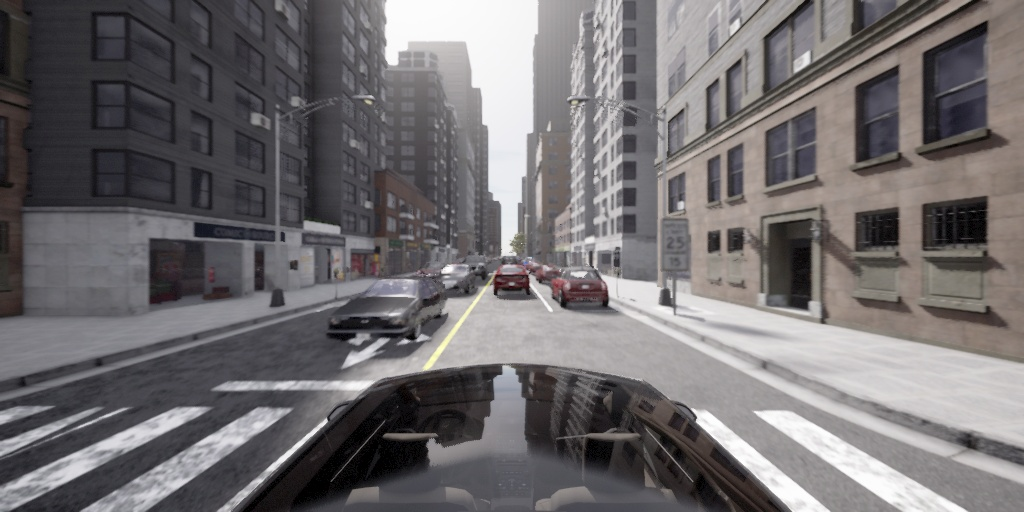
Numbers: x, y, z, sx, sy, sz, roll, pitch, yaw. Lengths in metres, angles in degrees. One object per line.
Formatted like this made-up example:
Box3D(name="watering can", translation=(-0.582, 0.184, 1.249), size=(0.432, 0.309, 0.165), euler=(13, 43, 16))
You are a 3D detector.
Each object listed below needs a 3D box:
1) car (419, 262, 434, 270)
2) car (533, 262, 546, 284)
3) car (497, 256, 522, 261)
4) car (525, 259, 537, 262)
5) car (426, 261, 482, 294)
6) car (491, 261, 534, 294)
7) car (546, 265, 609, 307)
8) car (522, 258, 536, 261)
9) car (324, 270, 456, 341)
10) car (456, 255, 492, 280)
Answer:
Box3D(name="car", translation=(-5.839, 1.182, 26.734), size=(1.967, 1.591, 4.097), euler=(0, 0, 0))
Box3D(name="car", translation=(2.686, 1.319, 26.789), size=(1.802, 1.307, 4.207), euler=(0, 0, 0))
Box3D(name="car", translation=(-0.281, 0.966, 41.887), size=(2.150, 2.045, 5.566), euler=(0, 0, 0))
Box3D(name="car", translation=(2.602, 1.318, 38.094), size=(1.802, 1.307, 4.207), euler=(0, 0, 0))
Box3D(name="car", translation=(-3.125, 1.236, 20.413), size=(2.128, 1.511, 4.902), euler=(0, 0, 0))
Box3D(name="car", translation=(-0.021, 1.220, 20.041), size=(1.882, 1.535, 5.008), euler=(0, 0, 0))
Box3D(name="car", translation=(2.771, 1.183, 15.480), size=(1.967, 1.591, 4.097), euler=(0, 0, 0))
Box3D(name="car", translation=(2.559, 1.289, 43.748), size=(1.888, 1.381, 4.507), euler=(0, 0, 0))
Box3D(name="car", translation=(-3.117, 1.298, 10.193), size=(2.033, 1.411, 5.357), euler=(0, 0, 0))
Box3D(name="car", translation=(-3.204, 0.960, 30.999), size=(2.150, 2.045, 5.566), euler=(0, 0, 0))
